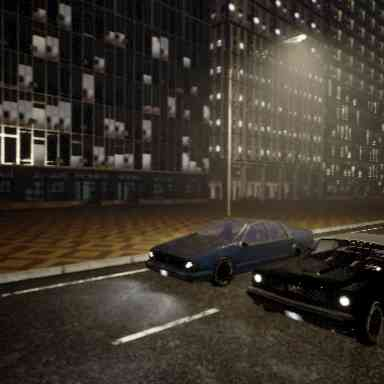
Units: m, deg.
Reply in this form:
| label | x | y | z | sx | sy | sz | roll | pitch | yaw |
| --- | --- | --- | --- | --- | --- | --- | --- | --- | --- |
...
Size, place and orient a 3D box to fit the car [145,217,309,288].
| label | x | y | z | sx | sy | sz | roll | pitch | yaw |
| --- | --- | --- | --- | --- | --- | --- | --- | --- | --- |
| car | 1.394 | 1.417 | 9.153 | 5.357 | 1.411 | 2.033 | 0 | 1 | -41 |

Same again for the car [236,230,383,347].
| label | x | y | z | sx | sy | sz | roll | pitch | yaw |
| --- | --- | --- | --- | --- | --- | --- | --- | --- | --- |
| car | 3.193 | 1.539 | 6.412 | 4.718 | 1.301 | 1.895 | 0 | 1 | -41 |
